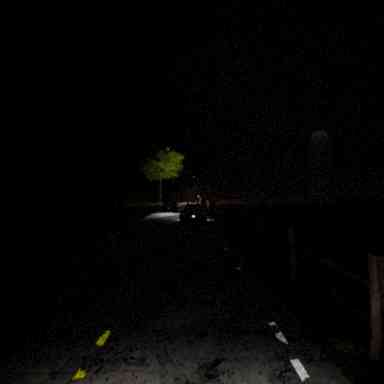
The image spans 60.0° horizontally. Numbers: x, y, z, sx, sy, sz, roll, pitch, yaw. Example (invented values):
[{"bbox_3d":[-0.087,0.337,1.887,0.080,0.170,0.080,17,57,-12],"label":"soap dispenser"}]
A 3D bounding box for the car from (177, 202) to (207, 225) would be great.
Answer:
[{"bbox_3d":[0.107,1.706,25.500,1.994,1.385,4.181,0,-1,0],"label":"car"}]

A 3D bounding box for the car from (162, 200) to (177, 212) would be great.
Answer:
[{"bbox_3d":[-2.830,1.824,43.090,2.128,1.511,4.902,0,-1,0],"label":"car"}]

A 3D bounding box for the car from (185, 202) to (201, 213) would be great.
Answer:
[{"bbox_3d":[0.110,1.926,42.556,1.895,1.301,4.718,0,-1,0],"label":"car"}]
